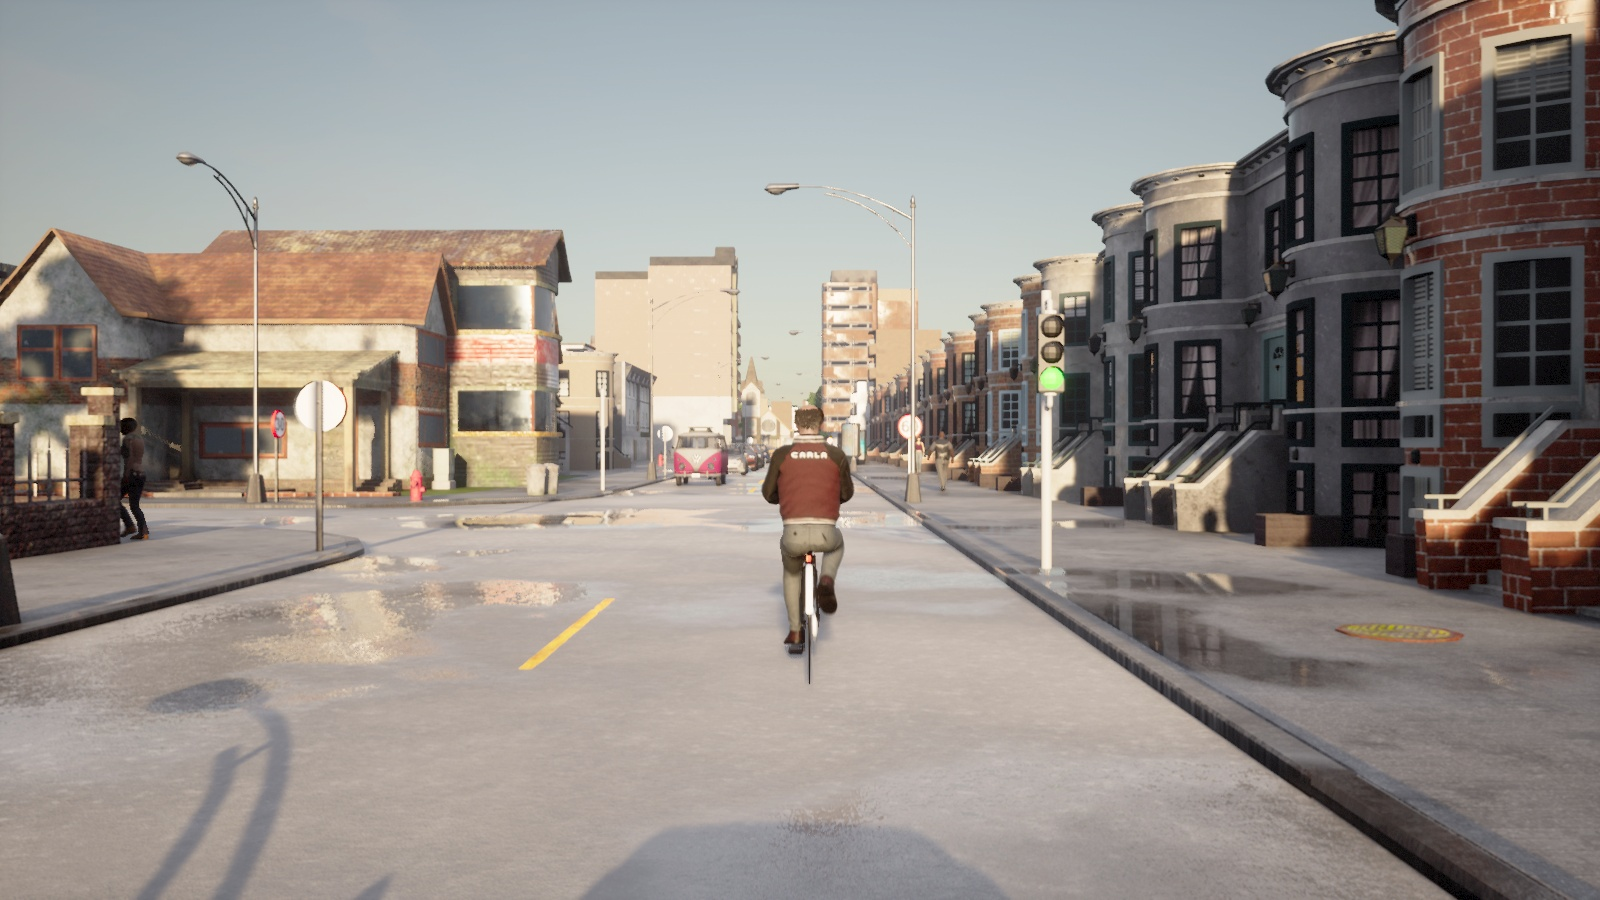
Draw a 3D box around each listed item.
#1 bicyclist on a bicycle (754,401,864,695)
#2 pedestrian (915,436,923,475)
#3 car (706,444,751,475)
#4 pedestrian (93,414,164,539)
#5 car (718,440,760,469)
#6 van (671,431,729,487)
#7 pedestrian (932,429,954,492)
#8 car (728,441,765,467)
[{"bbox_3d":[0.062,0.586,8.486,0.659,1.776,1.843,0,0,0],"label":"bicyclist on a bicycle"},{"bbox_3d":[5.540,0.245,58.629,0.345,1.836,0.594,0,0,9],"label":"pedestrian"},{"bbox_3d":[-3.580,0.457,63.389,2.007,1.525,4.514,0,0,0],"label":"car"},{"bbox_3d":[-9.800,0.381,18.334,0.869,1.805,0.328,0,0,3],"label":"pedestrian"},{"bbox_3d":[-3.515,0.254,72.700,2.152,1.651,5.027,0,0,0],"label":"car"},{"bbox_3d":[-3.688,0.323,47.061,1.775,1.987,4.442,0,0,1],"label":"van"},{"bbox_3d":[4.290,0.321,37.768,0.563,1.883,0.849,0,0,1],"label":"pedestrian"},{"bbox_3d":[-3.447,0.219,82.304,2.152,1.651,5.027,0,0,1],"label":"car"}]
